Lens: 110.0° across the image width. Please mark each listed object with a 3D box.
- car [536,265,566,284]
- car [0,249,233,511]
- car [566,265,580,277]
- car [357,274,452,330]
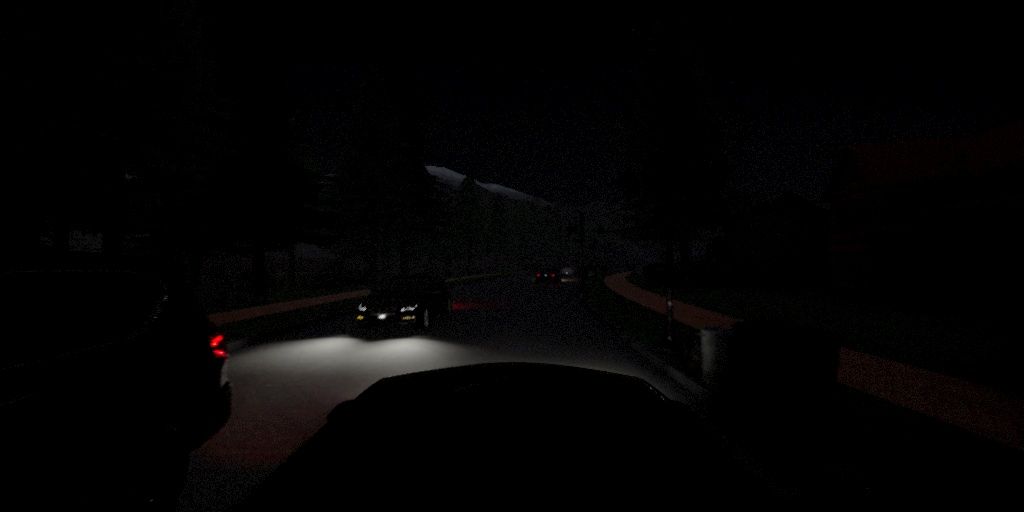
[{"bbox_3d":[3.302,1.654,31.685,2.033,1.411,5.357,0,-1,13],"label":"car"},{"bbox_3d":[-3.558,0.961,0.824,2.150,2.045,5.566,0,-1,1],"label":"car"},{"bbox_3d":[7.302,1.788,44.790,1.812,1.442,4.674,0,-1,20],"label":"car"},{"bbox_3d":[-3.261,1.376,11.810,1.837,1.490,4.892,0,-1,3],"label":"car"}]
